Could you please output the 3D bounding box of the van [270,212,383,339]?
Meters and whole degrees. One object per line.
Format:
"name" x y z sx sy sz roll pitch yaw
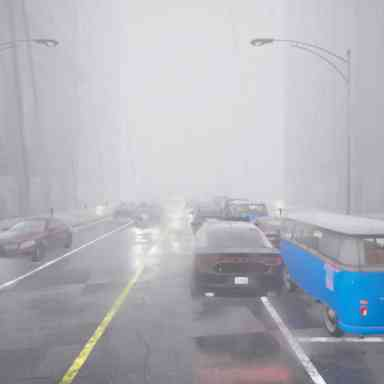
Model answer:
"van" 2.862 1.340 6.359 1.690 1.788 3.998 0 0 0

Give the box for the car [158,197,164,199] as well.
"car" -5.554 1.528 57.215 1.947 1.339 4.313 0 0 0

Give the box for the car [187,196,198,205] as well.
"car" 0.124 1.521 60.005 1.994 1.385 4.181 0 0 0

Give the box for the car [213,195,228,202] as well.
"car" 2.898 1.311 23.304 2.192 1.841 5.009 0 0 0

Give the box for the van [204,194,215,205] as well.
"van" 2.971 1.304 57.197 1.690 1.788 3.998 0 0 0

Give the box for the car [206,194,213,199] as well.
"car" 2.922 1.305 34.602 2.192 1.841 5.009 0 0 0

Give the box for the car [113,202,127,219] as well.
"car" -5.614 1.539 28.969 1.887 1.381 4.507 0 0 0

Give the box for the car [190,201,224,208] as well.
"car" 0.937 1.503 18.589 1.837 1.490 4.892 0 0 0

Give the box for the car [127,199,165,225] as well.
"car" -3.049 1.487 24.294 2.128 1.511 4.902 0 0 0

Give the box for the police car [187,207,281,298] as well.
"police car" 0.916 1.424 8.699 1.930 1.638 5.238 0 0 0

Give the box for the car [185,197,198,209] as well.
"car" 0.106 1.472 44.993 2.128 1.511 4.902 0 0 0

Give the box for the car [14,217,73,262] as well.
"car" -5.650 1.580 12.022 1.802 1.307 4.206 0 0 0

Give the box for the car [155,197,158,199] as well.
"car" -5.589 1.567 40.267 1.802 1.307 4.206 0 0 0

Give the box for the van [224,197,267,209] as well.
"van" 2.886 1.338 17.655 1.690 1.788 3.998 0 0 0

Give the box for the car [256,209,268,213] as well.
"car" 2.875 1.543 12.007 1.887 1.381 4.507 0 0 0

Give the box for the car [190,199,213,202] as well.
"car" 0.950 1.501 24.588 1.837 1.490 4.892 0 0 0

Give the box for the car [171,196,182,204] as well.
"car" -2.870 1.430 62.883 1.882 1.535 5.008 0 0 0

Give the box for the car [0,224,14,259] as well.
"car" -5.662 1.550 6.373 2.008 1.369 4.403 0 0 0
